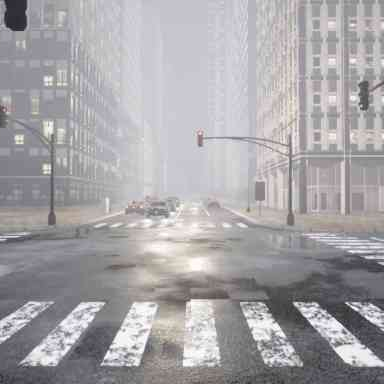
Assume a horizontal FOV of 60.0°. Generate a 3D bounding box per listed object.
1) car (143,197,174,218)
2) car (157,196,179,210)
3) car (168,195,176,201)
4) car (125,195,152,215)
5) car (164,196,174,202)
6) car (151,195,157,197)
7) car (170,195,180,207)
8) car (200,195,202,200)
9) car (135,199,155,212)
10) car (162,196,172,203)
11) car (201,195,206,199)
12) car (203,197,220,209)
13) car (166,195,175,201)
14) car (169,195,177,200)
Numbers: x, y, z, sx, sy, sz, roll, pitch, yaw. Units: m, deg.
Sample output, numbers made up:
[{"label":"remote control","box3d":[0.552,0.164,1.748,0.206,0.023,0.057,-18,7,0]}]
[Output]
[{"label":"car","box3d":[-2.979,1.516,30.335,1.837,1.490,4.892,0,0,0]},{"label":"car","box3d":[-2.942,1.520,39.784,1.837,1.490,4.892,0,0,0]},{"label":"car","box3d":[-5.322,1.587,89.548,2.008,1.369,4.403,1,0,0]},{"label":"car","box3d":[-5.540,1.453,33.797,1.967,1.590,4.097,1,0,0]},{"label":"car","box3d":[-5.366,1.581,78.398,2.008,1.369,4.403,1,0,0]},{"label":"car","box3d":[-5.494,1.332,44.948,2.192,1.841,5.009,1,0,0]},{"label":"car","box3d":[-2.896,1.371,49.858,2.097,1.767,4.553,0,0,0]},{"label":"car","box3d":[2.948,1.590,61.709,1.947,1.339,4.313,1,0,0]},{"label":"car","box3d":[-5.521,1.597,39.372,1.802,1.307,4.206,1,0,0]},{"label":"car","box3d":[-5.388,1.573,72.823,1.887,1.381,4.507,1,0,0]},{"label":"car","box3d":[2.928,1.547,56.302,1.752,1.417,4.829,1,0,0]},{"label":"car","box3d":[2.881,1.599,44.976,1.802,1.307,4.206,1,0,0]},{"label":"car","box3d":[-5.344,1.578,83.973,1.887,1.381,4.507,1,0,0]},{"label":"car","box3d":[-5.301,1.604,95.124,1.947,1.339,4.313,1,0,0]}]
